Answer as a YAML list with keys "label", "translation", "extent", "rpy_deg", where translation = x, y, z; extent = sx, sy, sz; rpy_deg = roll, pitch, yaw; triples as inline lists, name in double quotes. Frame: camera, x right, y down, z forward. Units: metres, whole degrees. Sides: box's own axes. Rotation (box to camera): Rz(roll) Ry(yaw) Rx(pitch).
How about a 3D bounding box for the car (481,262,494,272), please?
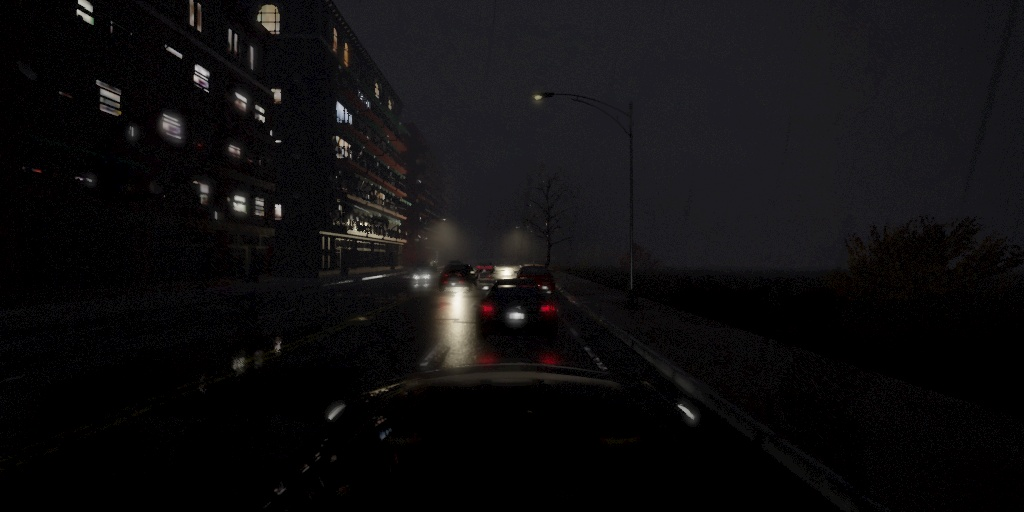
- label: "car"
  translation: [-3.131, 1.352, 43.186]
  extent: [1.895, 1.301, 4.718]
  rpy_deg: [0, 0, 0]

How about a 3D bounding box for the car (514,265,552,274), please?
- label: "car"
  translation: [1.145, 1.230, 18.945]
  extent: [1.882, 1.535, 5.008]
  rpy_deg: [0, 0, 0]

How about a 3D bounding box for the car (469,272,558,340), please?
- label: "car"
  translation: [0.105, 1.315, 10.024]
  extent: [1.994, 1.385, 4.181]
  rpy_deg: [0, 0, 0]

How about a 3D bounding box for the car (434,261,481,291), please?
- label: "car"
  translation: [-3.142, 1.255, 21.650]
  extent: [1.837, 1.490, 4.892]
  rpy_deg: [0, -1, 0]

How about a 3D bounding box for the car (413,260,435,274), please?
- label: "car"
  translation: [-9.832, 1.243, 40.923]
  extent: [2.128, 1.511, 4.902]
  rpy_deg: [0, 0, 0]
